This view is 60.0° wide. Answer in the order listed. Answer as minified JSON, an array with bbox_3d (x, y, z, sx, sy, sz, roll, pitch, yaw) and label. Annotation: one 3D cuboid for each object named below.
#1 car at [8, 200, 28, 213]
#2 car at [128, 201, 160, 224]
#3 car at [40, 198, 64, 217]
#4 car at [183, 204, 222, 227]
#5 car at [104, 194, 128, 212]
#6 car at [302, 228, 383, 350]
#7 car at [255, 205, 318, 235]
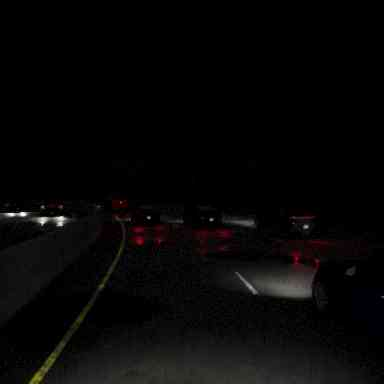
[{"bbox_3d":[-20.494,1.706,39.173,1.994,1.385,4.181,0,0,-27],"label":"car"},{"bbox_3d":[-3.483,1.537,24.588,1.812,1.442,4.674,0,0,-15],"label":"car"},{"bbox_3d":[-13.892,1.435,33.051,2.097,1.767,4.553,0,0,-22],"label":"car"},{"bbox_3d":[0.644,1.515,22.622,1.812,1.442,4.674,0,0,-13],"label":"car"},{"bbox_3d":[-9.277,1.282,40.577,2.150,2.045,5.566,0,0,-25],"label":"car"},{"bbox_3d":[3.292,1.511,4.490,1.812,1.442,4.674,0,0,-3],"label":"car"},{"bbox_3d":[5.069,1.461,18.501,2.128,1.511,4.902,0,0,-11],"label":"car"}]
